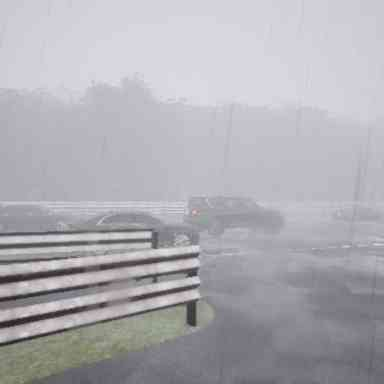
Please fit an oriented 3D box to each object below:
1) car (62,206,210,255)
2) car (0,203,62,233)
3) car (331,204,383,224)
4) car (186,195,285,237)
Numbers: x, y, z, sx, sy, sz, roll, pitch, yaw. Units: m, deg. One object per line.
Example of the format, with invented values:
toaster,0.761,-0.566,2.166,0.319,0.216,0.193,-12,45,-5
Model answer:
car,-2.065,1.411,12.249,4.892,1.490,1.837,1,0,-22
car,-8.391,1.348,17.253,4.892,1.490,1.837,1,0,-22
car,12.942,1.665,25.812,4.181,1.385,1.994,1,0,-22
car,2.230,1.186,17.741,5.566,2.045,2.150,1,0,-22
